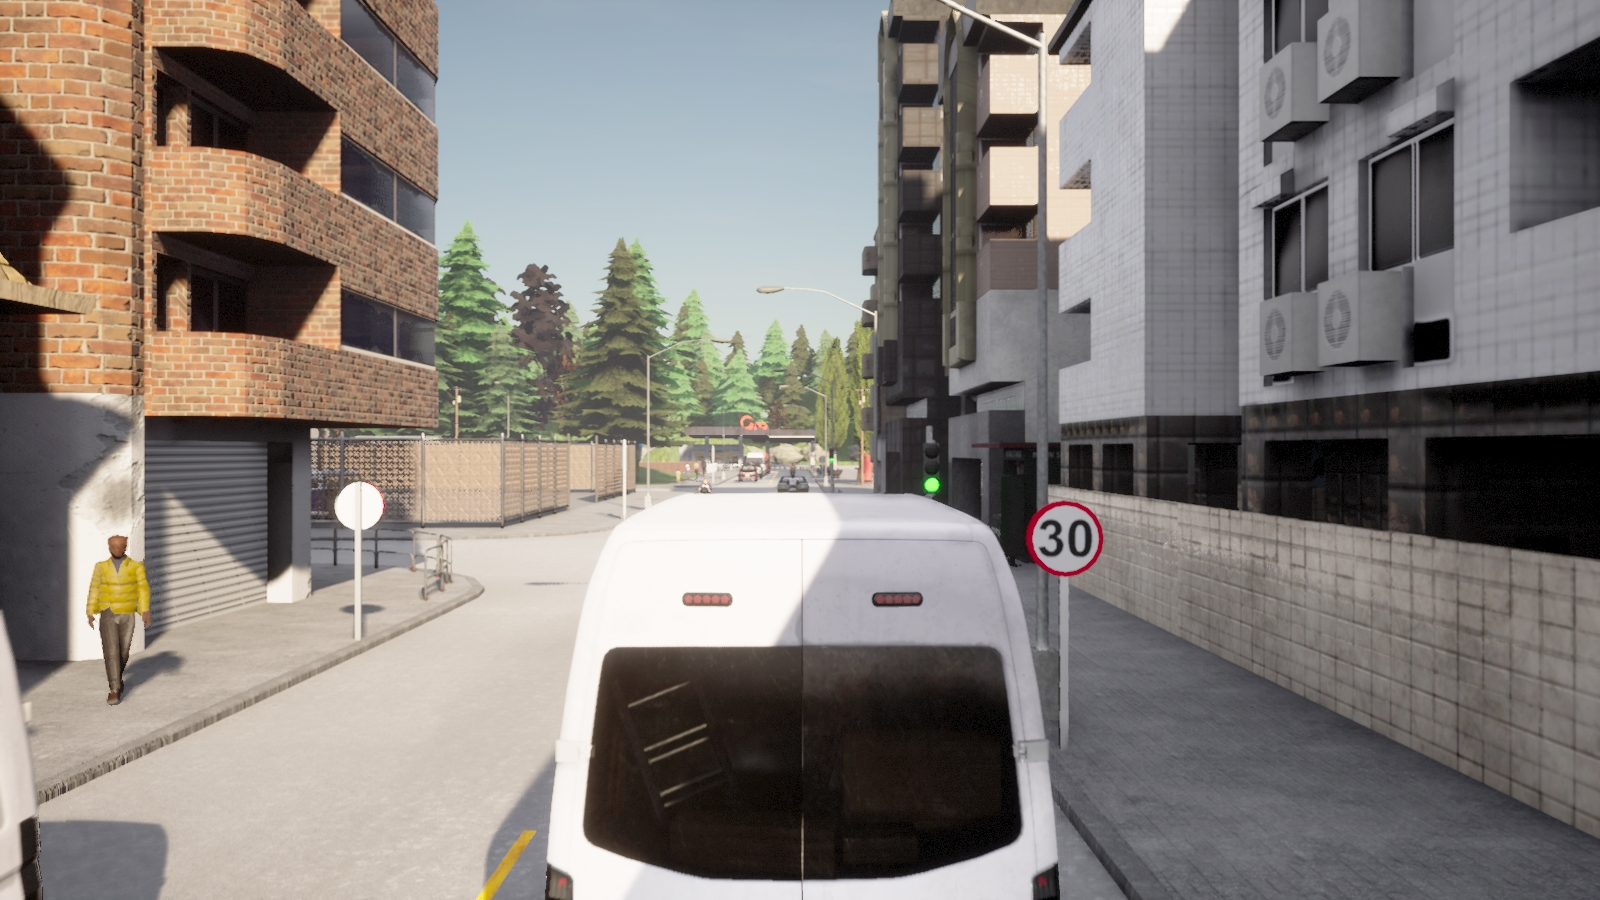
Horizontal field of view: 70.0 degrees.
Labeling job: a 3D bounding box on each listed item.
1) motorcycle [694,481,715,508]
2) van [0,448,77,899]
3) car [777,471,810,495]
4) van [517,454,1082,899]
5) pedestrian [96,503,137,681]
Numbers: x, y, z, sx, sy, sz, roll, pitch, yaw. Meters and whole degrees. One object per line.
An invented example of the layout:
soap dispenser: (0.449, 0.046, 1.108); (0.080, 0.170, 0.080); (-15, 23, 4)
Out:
motorcycle: (-4.324, 2.018, 52.033); (0.803, 1.145, 2.033); (0, 0, 0)
van: (-3.965, 1.312, 1.734); (1.988, 2.561, 5.915); (0, 1, 0)
car: (-0.393, 1.968, 69.478); (1.895, 1.301, 4.718); (0, 0, 0)
van: (-0.017, 1.319, 6.981); (1.988, 2.561, 5.915); (0, 0, 0)
pedestrian: (-7.410, 1.522, 12.394); (0.375, 1.860, 0.375); (0, 0, -29)
